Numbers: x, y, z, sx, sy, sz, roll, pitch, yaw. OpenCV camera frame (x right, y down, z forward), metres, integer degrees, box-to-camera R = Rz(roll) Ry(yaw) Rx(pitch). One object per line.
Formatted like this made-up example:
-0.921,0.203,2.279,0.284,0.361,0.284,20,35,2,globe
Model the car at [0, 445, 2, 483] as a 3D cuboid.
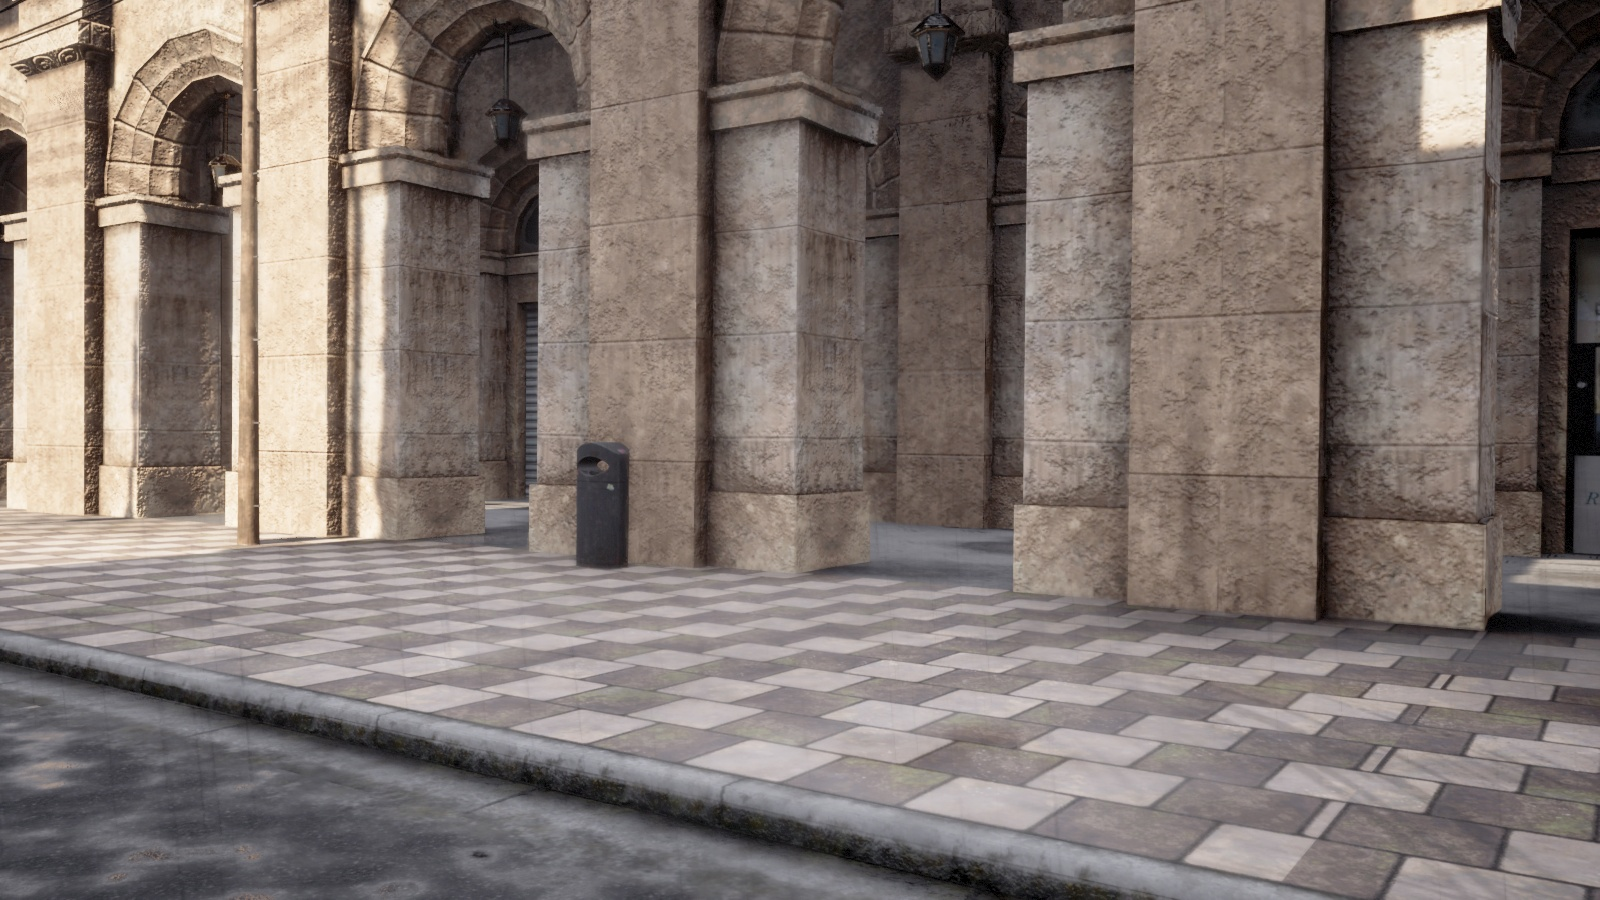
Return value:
-30.009,0.524,42.477,1.895,1.301,4.718,0,1,34,car
